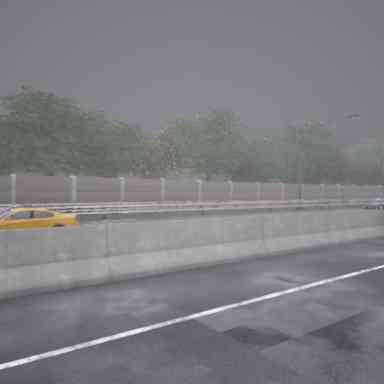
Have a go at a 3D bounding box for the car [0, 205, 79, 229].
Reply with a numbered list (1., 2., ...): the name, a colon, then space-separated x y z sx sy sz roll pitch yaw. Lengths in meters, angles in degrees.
1. car: -7.925 1.485 15.538 5.008 1.535 1.882 0 0 -36

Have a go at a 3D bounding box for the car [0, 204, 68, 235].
1. car: -9.704 1.513 18.568 4.892 1.490 1.837 0 0 -36

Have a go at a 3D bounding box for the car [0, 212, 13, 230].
1. car: -8.426 1.562 10.880 4.181 1.385 1.994 0 0 -36

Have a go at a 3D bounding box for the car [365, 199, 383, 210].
1. car: 24.117 1.667 42.696 4.892 1.490 1.837 0 0 -35
